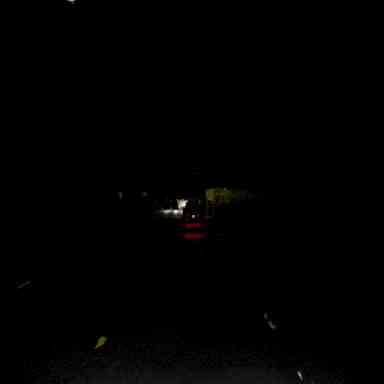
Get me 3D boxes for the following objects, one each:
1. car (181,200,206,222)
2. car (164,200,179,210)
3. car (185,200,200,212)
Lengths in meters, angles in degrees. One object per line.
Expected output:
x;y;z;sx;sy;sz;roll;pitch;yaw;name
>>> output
0.113;1.636;27.998;1.837;1.490;4.892;0;0;0;car
-2.806;1.802;46.765;2.033;1.411;5.357;0;0;0;car
0.123;1.752;42.489;1.812;1.442;4.674;0;0;0;car
